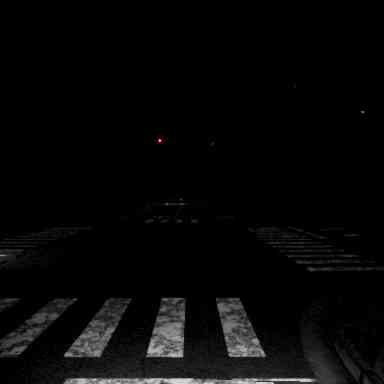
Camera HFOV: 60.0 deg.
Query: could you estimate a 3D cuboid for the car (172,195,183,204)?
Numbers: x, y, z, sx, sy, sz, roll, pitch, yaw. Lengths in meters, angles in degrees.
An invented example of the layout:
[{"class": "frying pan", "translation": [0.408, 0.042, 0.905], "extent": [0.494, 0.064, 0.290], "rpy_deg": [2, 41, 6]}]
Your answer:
[{"class": "car", "translation": [-2.967, 1.499, 69.308], "extent": [2.097, 1.767, 4.553], "rpy_deg": [0, 0, 0]}]
